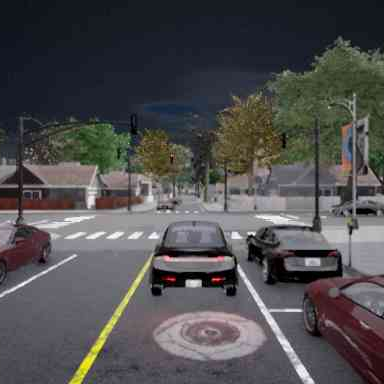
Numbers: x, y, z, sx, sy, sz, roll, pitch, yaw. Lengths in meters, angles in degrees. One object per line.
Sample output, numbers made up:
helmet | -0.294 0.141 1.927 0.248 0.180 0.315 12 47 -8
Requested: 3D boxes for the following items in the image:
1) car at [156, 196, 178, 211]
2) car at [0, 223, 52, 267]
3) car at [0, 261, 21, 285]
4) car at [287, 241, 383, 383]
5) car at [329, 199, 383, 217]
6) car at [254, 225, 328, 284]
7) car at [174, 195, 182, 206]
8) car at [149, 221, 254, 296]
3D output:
car | -3.084 1.564 39.829 1.994 1.385 4.181 0 0 0
car | -5.385 1.578 9.340 1.802 1.307 4.206 0 0 0
car | -2.750 1.504 1.073 1.837 1.490 4.892 0 0 0
car | 2.638 1.580 3.820 1.802 1.307 4.206 0 0 0
car | 14.539 1.385 29.062 4.902 1.511 2.128 0 0 -2
car | 2.640 1.562 9.339 1.947 1.339 4.313 0 0 0
car | -3.111 1.612 56.023 1.895 1.301 4.718 0 0 0
car | 0.055 1.488 8.613 2.128 1.511 4.902 0 0 1
